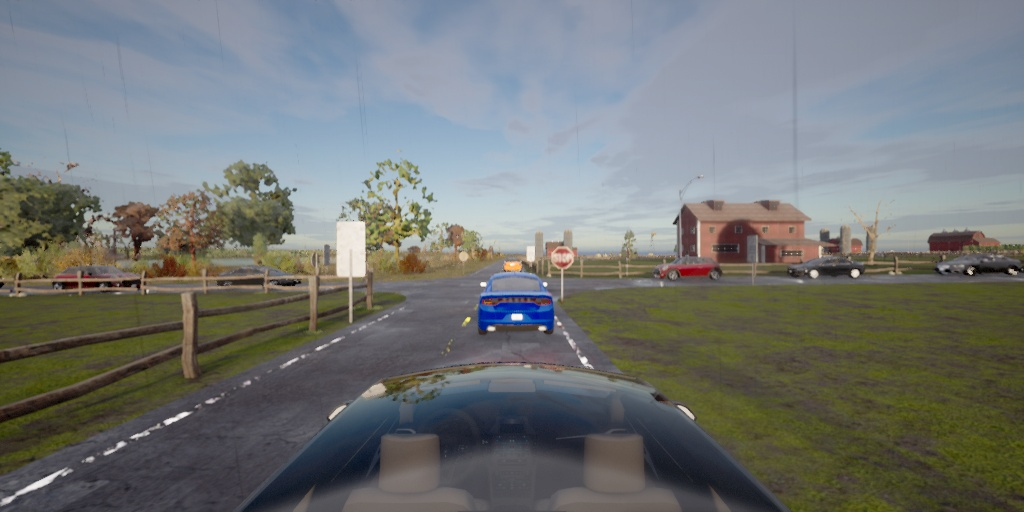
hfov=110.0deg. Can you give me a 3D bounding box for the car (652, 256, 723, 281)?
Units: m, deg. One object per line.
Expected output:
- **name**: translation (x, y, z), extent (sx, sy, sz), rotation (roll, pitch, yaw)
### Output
- **car**: translation (12.718, 0.847, 26.227), extent (4.553, 1.767, 2.097), rotation (-1, 1, -1)

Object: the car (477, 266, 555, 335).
- **car**: translation (0.067, 1.212, 10.519), extent (1.882, 1.535, 5.008), rotation (0, 0, -1)

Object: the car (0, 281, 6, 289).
- **car**: translation (-37.443, 1.819, 24.284), extent (4.718, 1.301, 1.895), rotation (-1, 0, 6)

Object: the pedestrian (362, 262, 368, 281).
- **pedestrian**: translation (-12.159, 1.118, 29.492), extent (0.375, 1.860, 0.375), rotation (0, 1, 0)

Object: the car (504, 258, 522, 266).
- **car**: translation (0.098, 1.032, 43.502), extent (2.097, 1.767, 4.553), rotation (0, 0, 0)

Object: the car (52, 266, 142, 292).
- **car**: translation (-27.208, 1.435, 23.741), extent (4.553, 1.767, 2.097), rotation (-1, 1, 2)

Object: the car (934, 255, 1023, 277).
- **car**: translation (33.814, 0.675, 26.102), extent (4.902, 1.511, 2.128), rotation (-1, 1, 0)

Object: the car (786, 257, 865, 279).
- **car**: translation (22.814, 0.852, 26.197), extent (4.892, 1.490, 1.837), rotation (-1, 1, 0)

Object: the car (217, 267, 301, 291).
- **car**: translation (-16.523, 1.442, 23.568), extent (4.892, 1.490, 1.837), rotation (-1, 1, 1)
